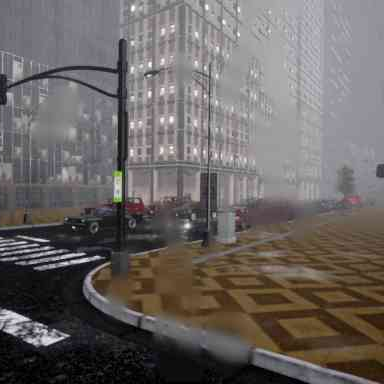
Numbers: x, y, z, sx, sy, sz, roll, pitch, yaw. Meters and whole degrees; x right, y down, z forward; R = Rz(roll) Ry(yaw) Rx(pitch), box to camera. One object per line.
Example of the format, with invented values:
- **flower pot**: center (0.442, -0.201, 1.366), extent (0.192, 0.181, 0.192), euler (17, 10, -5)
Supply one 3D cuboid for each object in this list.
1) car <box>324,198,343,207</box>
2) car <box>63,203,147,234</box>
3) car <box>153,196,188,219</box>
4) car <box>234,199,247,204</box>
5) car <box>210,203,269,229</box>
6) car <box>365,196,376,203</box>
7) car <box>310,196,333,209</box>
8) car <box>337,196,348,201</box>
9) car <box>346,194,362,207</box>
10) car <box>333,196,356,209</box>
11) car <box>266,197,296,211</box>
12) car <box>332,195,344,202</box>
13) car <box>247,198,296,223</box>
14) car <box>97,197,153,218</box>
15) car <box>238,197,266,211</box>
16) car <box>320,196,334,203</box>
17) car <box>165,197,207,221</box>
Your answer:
- **car**: center (23.349, 1.659, 54.935), extent (1.994, 1.385, 4.181), euler (1, 1, 35)
- **car**: center (-5.132, 1.595, 19.724), extent (1.895, 1.301, 4.718), euler (1, 1, 35)
- **car**: center (-1.810, 1.283, 28.941), extent (2.192, 1.841, 5.009), euler (1, 0, 35)
- **car**: center (5.770, 1.511, 35.163), extent (2.128, 1.511, 4.902), euler (1, 1, 35)
- **car**: center (3.255, 1.668, 22.015), extent (1.802, 1.307, 4.206), euler (1, 0, 35)
- **car**: center (39.504, 1.599, 73.504), extent (1.967, 1.590, 4.097), euler (1, 1, 35)
- **car**: center (18.510, 1.650, 48.069), extent (1.994, 1.385, 4.181), euler (1, 1, 35)
- **car**: center (39.459, 1.624, 87.092), extent (1.947, 1.339, 4.313), euler (1, 1, 35)
- **car**: center (25.421, 1.366, 52.858), extent (2.150, 2.045, 5.566), euler (1, 1, 35)
- **car**: center (21.394, 1.656, 47.096), extent (1.812, 1.442, 4.674), euler (1, 1, 35)
- **car**: center (11.718, 1.524, 43.502), extent (2.128, 1.511, 4.902), euler (1, 1, 36)
- **car**: center (36.174, 1.571, 82.444), extent (1.752, 1.417, 4.829), euler (1, 1, 35)
- **car**: center (6.745, 1.409, 26.944), extent (2.192, 1.841, 5.009), euler (1, 0, 35)
- **car**: center (-5.465, 1.275, 23.771), extent (2.192, 1.841, 5.009), euler (1, 0, 35)
- **car**: center (7.691, 1.431, 42.270), extent (1.967, 1.590, 4.097), euler (1, 0, 35)
- **car**: center (29.866, 1.617, 73.525), extent (1.802, 1.307, 4.206), euler (1, 1, 35)
- **car**: center (0.309, 1.485, 27.447), extent (1.882, 1.535, 5.008), euler (1, 1, 35)
